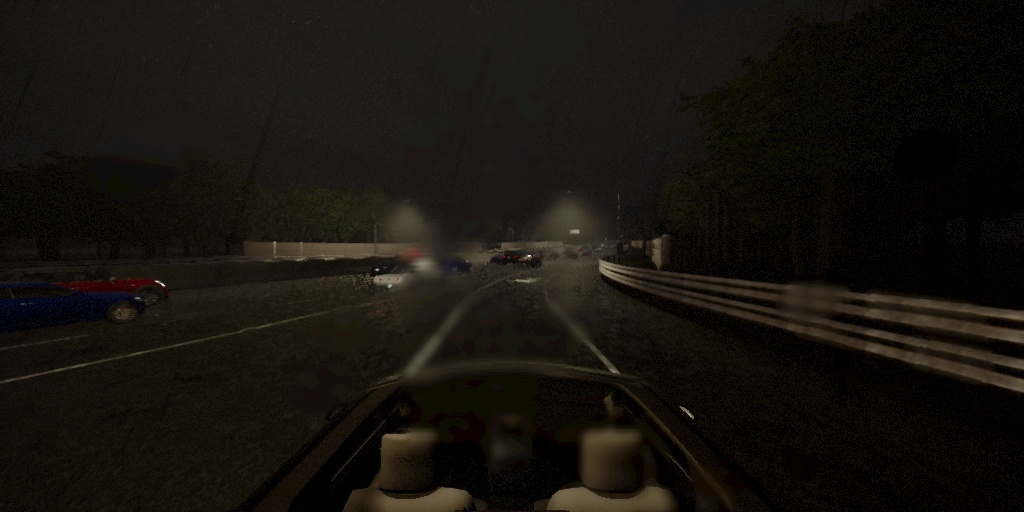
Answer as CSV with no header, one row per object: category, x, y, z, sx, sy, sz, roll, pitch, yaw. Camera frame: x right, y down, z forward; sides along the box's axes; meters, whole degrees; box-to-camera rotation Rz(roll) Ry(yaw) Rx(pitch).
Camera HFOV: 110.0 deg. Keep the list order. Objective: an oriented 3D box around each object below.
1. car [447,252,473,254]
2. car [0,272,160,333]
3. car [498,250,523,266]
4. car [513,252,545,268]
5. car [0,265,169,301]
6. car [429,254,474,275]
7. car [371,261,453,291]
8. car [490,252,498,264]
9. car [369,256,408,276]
car,-9.003,0.307,63.232,1.895,1.301,4.718,0,1,20
car,-13.168,1.393,9.738,1.812,1.442,4.674,0,1,19
car,0.524,0.233,48.192,2.150,2.045,5.566,0,1,20
car,2.206,0.623,42.498,2.128,1.511,4.902,0,1,20
car,-15.698,1.153,13.088,2.097,1.767,4.553,0,1,19
car,-5.139,0.845,32.351,1.882,1.535,5.008,0,1,20
car,-5.587,1.223,20.685,1.895,1.301,4.718,0,1,20
car,-1.722,0.453,52.327,1.812,1.442,4.674,0,1,20
car,-9.795,0.998,29.722,1.994,1.385,4.181,0,1,20
